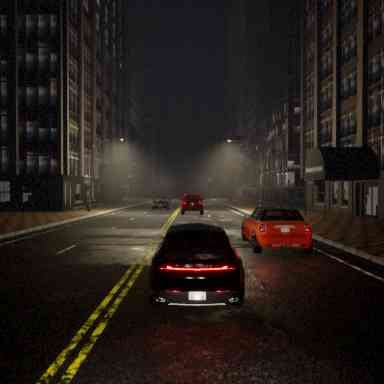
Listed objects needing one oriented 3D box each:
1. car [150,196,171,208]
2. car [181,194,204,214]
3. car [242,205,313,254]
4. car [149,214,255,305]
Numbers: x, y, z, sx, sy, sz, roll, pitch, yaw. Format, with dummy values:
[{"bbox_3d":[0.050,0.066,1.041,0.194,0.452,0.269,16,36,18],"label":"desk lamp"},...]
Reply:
[{"bbox_3d":[-3.319,1.190,36.152,1.837,1.490,4.892,0,0,0],"label":"car"},{"bbox_3d":[0.035,1.198,33.684,2.150,2.045,5.566,0,0,0],"label":"car"},{"bbox_3d":[3.304,1.346,13.709,2.097,1.767,4.553,0,0,2],"label":"car"},{"bbox_3d":[0.084,1.502,8.029,1.837,1.490,4.892,0,0,0],"label":"car"}]
